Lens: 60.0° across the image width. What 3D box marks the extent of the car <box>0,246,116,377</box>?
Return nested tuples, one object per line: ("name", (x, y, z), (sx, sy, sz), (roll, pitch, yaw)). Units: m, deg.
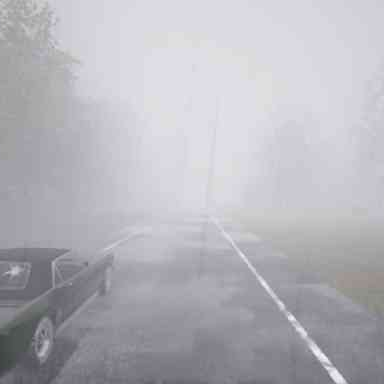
("car", (-2.752, 1.584, 5.683), (1.895, 1.301, 4.718), (0, 0, 2))
